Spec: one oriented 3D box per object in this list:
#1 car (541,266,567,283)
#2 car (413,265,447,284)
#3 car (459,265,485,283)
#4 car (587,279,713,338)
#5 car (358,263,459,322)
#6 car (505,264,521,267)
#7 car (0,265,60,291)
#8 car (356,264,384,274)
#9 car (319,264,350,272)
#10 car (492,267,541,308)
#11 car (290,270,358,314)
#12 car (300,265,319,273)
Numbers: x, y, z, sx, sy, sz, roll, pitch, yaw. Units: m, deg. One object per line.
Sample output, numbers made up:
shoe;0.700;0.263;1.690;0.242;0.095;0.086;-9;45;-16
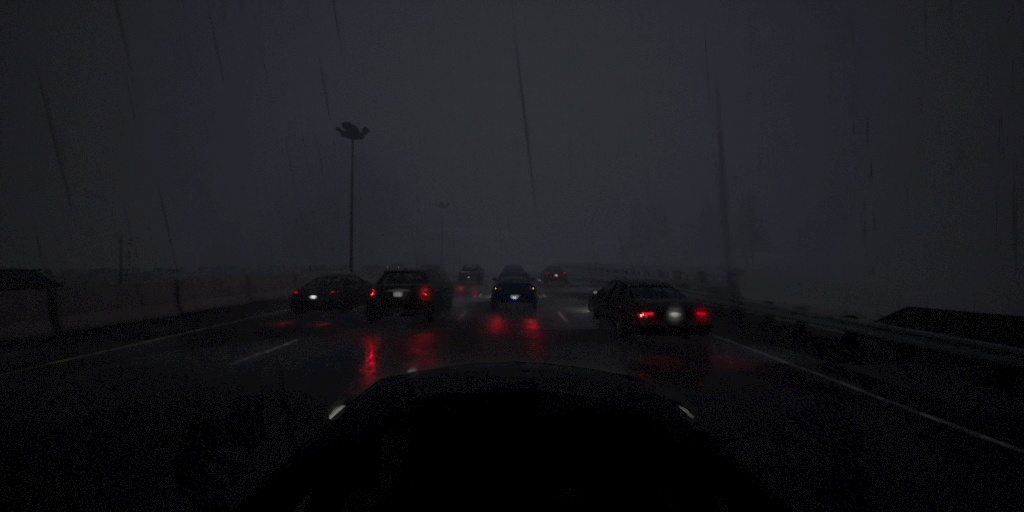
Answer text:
car;3.604;1.573;31.229;1.994;1.385;4.181;0;-1;0
car;-6.896;1.508;30.721;1.837;1.490;4.892;0;-1;0
car;-3.396;1.494;30.660;2.128;1.511;4.902;0;-1;0
car;3.602;1.371;10.432;2.033;1.411;5.357;0;0;0
car;-3.399;1.195;12.821;2.097;1.767;4.553;0;-1;0
car;0.104;1.498;32.266;1.882;1.535;5.008;0;-1;0
car;-17.599;1.182;11.267;2.097;1.767;4.553;0;0;0
car;-21.053;1.961;53.372;2.033;1.411;5.357;0;-1;0
car;-24.568;1.903;50.942;2.033;1.411;5.357;0;-1;0
car;0.088;1.395;15.912;1.812;1.442;4.674;0;0;0
car;-6.903;1.426;14.452;1.994;1.385;4.181;-1;-1;0
car;-28.064;1.959;51.050;1.895;1.301;4.718;0;-1;0
